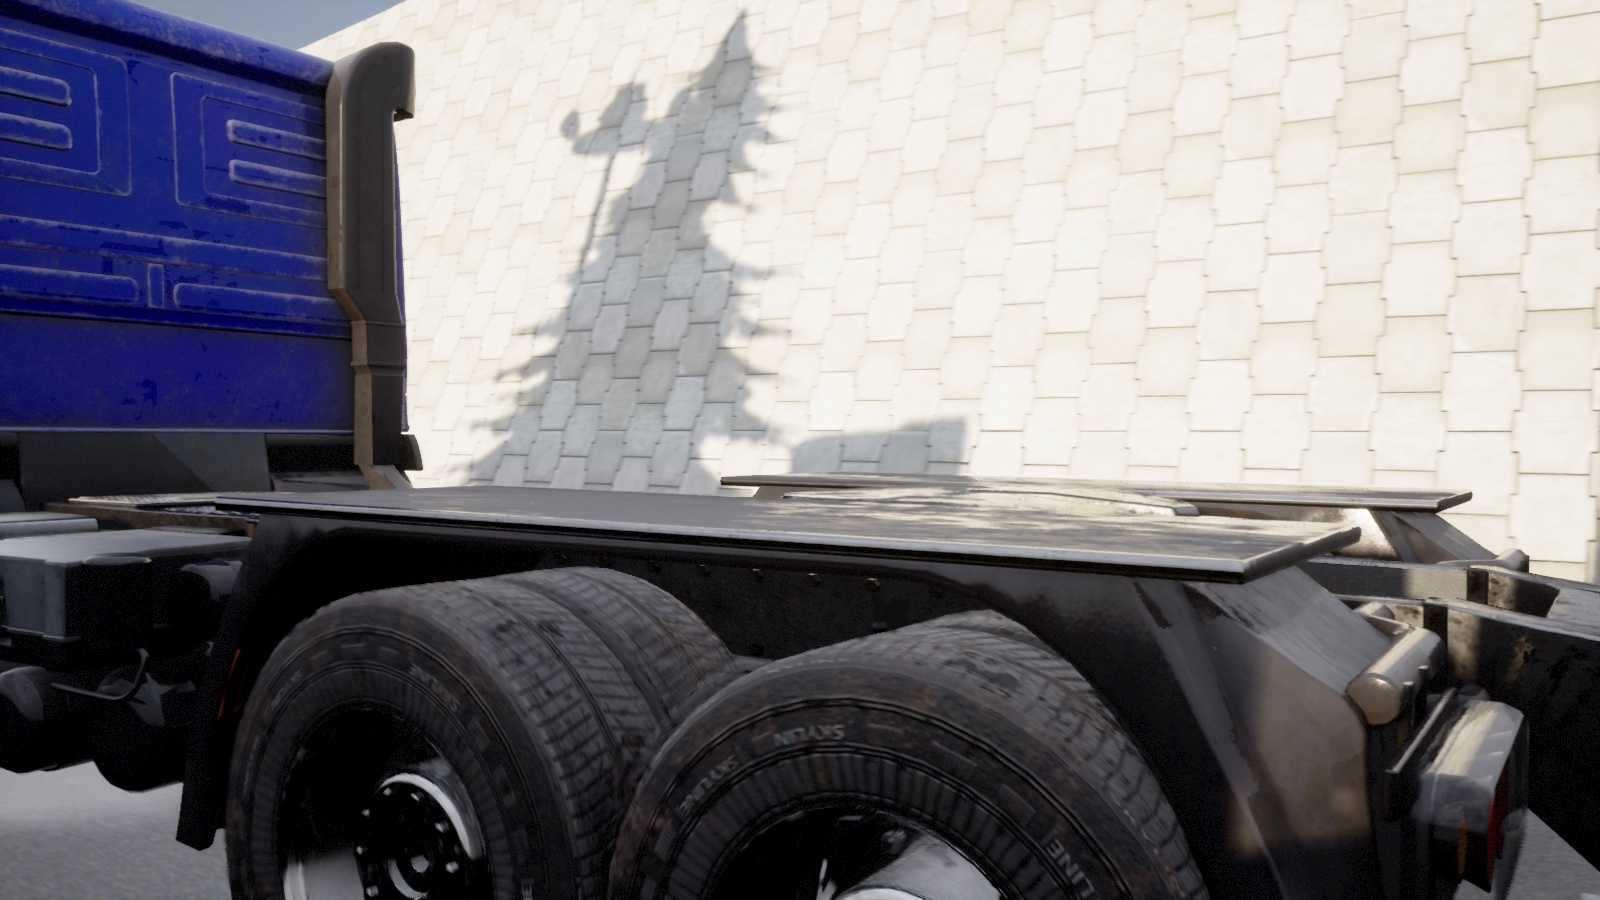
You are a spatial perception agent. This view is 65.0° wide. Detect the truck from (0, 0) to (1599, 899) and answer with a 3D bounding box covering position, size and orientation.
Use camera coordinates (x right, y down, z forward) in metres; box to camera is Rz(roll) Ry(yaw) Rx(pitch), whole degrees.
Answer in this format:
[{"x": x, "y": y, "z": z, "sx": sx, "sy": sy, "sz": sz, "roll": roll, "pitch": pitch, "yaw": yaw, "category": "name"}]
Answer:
[{"x": -1.371, "y": -0.300, "z": 4.515, "sx": 7.936, "sy": 3.462, "sz": 2.891, "roll": 0, "pitch": 1, "yaw": 34, "category": "truck"}]
